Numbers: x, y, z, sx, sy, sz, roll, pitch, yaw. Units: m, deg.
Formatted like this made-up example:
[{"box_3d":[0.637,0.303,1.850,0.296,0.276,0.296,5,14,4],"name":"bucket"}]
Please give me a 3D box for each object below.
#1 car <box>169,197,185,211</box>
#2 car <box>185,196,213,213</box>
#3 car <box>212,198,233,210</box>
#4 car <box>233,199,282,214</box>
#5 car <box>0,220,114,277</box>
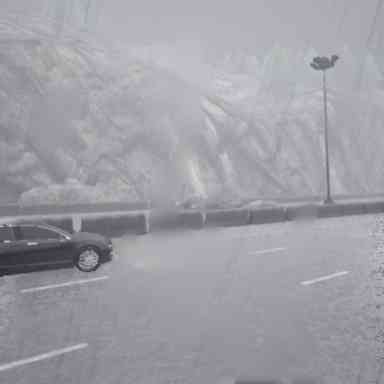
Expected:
[{"box_3d":[-0.445,1.261,38.181,4.553,1.767,2.097,-1,0,-36],"name":"car"},{"box_3d":[2.094,1.389,35.690,4.902,1.511,2.128,0,0,-36],"name":"car"},{"box_3d":[5.022,1.426,33.478,5.357,1.411,2.033,-1,0,-36],"name":"car"},{"box_3d":[6.285,1.403,30.081,4.674,1.442,1.812,0,0,-36],"name":"car"},{"box_3d":[-4.580,1.520,9.079,4.892,1.490,1.837,0,0,-36],"name":"car"}]
